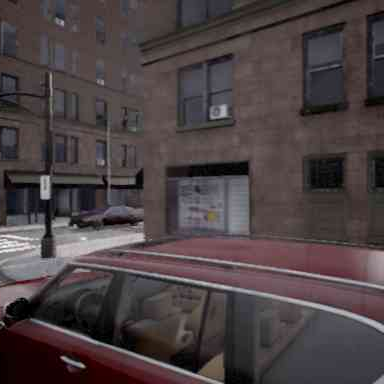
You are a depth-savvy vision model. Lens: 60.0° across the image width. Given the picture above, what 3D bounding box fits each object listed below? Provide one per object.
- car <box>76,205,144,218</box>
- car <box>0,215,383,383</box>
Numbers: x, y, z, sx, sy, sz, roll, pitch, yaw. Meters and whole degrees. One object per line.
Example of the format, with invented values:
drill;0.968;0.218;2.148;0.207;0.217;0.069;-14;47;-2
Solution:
car;-5.312;1.573;21.689;2.033;1.411;5.357;0;0;36
car;-0.159;1.322;2.923;5.009;1.841;2.192;0;0;35
